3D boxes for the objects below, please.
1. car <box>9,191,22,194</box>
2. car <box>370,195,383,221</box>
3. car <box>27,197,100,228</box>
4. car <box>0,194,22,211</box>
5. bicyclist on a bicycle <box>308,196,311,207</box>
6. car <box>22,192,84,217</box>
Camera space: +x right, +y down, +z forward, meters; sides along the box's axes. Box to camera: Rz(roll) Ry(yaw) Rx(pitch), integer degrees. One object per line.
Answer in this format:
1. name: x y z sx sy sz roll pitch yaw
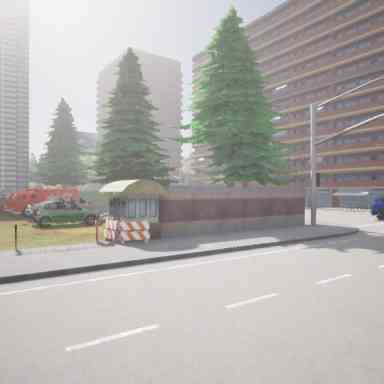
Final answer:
1. car: -26.258 1.204 46.298 3.866 1.878 1.905 0 0 -35
2. car: 16.730 1.268 25.486 2.150 2.045 5.566 0 -1 -35
3. car: -7.965 1.341 21.106 3.988 1.617 1.851 0 0 -35
4. car: -24.986 1.394 43.773 4.193 1.474 1.816 0 0 -35
5. bicyclist on a bicycle: 16.709 1.356 46.520 1.656 1.620 0.582 0 0 -35
6. car: -9.978 1.172 25.162 4.605 1.855 1.932 0 0 -35
